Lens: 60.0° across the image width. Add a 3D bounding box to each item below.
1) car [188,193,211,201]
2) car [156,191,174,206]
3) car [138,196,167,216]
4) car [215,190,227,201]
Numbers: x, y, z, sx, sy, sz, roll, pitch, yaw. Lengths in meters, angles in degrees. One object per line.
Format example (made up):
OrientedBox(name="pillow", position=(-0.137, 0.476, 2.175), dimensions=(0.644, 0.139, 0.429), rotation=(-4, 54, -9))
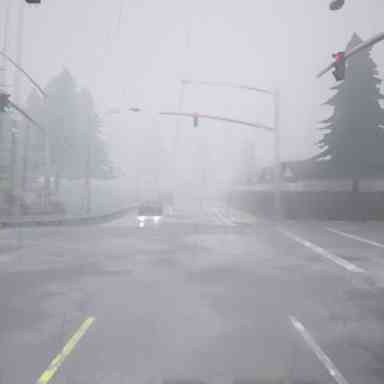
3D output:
OrientedBox(name="car", position=(1.404, 1.047, 62.846), dimensions=(4.892, 1.490, 1.837), rotation=(0, 1, -37))
OrientedBox(name="car", position=(-3.596, 0.851, 45.708), dimensions=(2.150, 2.045, 5.566), rotation=(0, 1, 0))
OrientedBox(name="car", position=(-3.596, 1.326, 29.864), dimensions=(1.994, 1.385, 4.181), rotation=(0, 1, 0))
OrientedBox(name="car", position=(6.919, 0.715, 61.936), dimensions=(5.566, 2.045, 2.150), rotation=(0, 0, -22))
